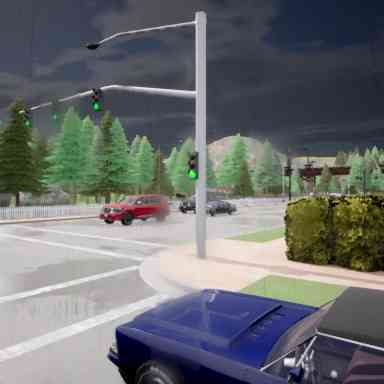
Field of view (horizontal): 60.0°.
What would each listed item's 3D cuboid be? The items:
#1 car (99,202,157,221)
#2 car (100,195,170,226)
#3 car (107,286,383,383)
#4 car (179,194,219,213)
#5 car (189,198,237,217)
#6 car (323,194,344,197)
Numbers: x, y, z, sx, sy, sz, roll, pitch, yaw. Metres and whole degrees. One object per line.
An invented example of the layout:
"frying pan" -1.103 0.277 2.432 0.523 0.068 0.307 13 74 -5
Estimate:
"car" -5.347 1.603 28.181 1.895 1.301 4.718 0 0 38
"car" -3.996 1.223 24.248 2.150 2.045 5.566 0 0 38
"car" 1.433 1.601 2.942 4.718 1.301 1.895 0 0 36
"car" 0.984 1.224 36.167 2.150 2.045 5.566 0 0 39
"car" 2.365 1.549 32.281 2.033 1.411 5.357 0 0 38
"car" 16.807 1.222 38.956 2.150 2.045 5.566 0 0 38
